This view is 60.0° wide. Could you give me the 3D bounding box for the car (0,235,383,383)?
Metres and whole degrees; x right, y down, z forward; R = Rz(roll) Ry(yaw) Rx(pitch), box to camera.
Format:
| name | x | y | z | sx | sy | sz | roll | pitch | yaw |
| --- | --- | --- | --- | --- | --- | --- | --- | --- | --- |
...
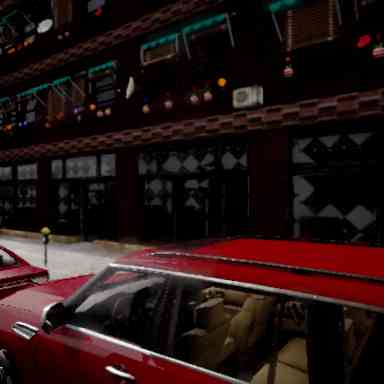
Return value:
| name | x | y | z | sx | sy | sz | roll | pitch | yaw |
| --- | --- | --- | --- | --- | --- | --- | --- | --- | --- |
| car | 0.199 | 1.313 | 2.744 | 5.009 | 1.841 | 2.192 | 0 | 0 | 35 |
